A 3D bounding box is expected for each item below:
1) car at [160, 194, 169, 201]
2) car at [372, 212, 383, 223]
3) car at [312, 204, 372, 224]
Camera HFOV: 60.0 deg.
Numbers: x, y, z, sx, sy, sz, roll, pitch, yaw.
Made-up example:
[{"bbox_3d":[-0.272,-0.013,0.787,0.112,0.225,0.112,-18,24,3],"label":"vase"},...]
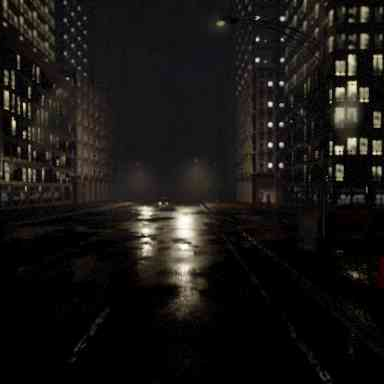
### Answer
[{"bbox_3d":[-6.511,1.234,78.934,1.882,1.535,5.008,0,0,0],"label":"car"},{"bbox_3d":[15.918,1.869,24.023,4.403,1.369,2.008,1,0,-1],"label":"car"},{"bbox_3d":[12.247,1.719,26.788,5.008,1.535,1.882,1,1,-1],"label":"car"}]
